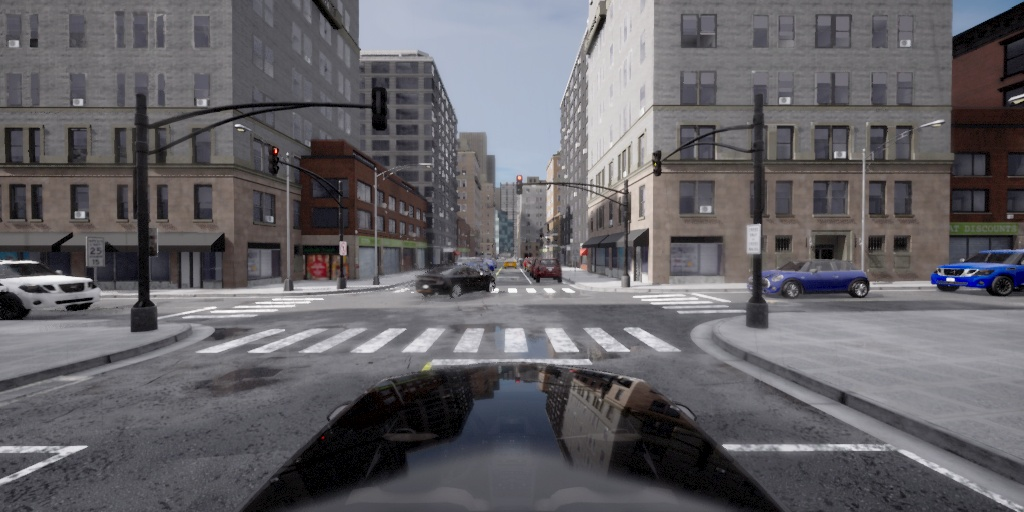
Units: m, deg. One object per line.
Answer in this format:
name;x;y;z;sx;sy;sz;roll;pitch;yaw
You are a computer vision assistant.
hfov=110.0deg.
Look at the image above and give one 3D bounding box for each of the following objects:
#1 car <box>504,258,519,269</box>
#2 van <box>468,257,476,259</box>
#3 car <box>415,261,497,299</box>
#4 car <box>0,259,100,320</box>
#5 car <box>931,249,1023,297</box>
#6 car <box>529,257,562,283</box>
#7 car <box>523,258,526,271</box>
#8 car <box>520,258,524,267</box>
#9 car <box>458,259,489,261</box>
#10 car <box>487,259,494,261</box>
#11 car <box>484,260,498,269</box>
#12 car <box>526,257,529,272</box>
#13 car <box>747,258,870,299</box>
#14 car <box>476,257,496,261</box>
car;-0.237;1.227;57.129;1.882;1.535;5.008;0;0;0
van;-5.851;1.093;44.878;1.690;1.789;3.998;0;0;0
car;-2.707;1.228;18.272;1.882;1.535;5.008;0;0;29
car;-18.635;1.144;13.000;5.566;2.045;2.150;0;1;-1
car;22.980;0.708;16.541;5.566;2.045;2.150;-1;1;0
car;2.749;1.067;28.158;2.192;1.841;5.009;0;0;0
car;2.678;1.278;45.085;1.751;1.417;4.829;0;0;0
car;2.655;1.066;50.501;2.192;1.841;5.009;0;0;0
car;-3.201;1.244;27.292;2.128;1.511;4.902;0;0;0
car;-3.242;1.301;37.113;2.033;1.411;5.357;0;0;0
car;-3.292;1.296;57.426;2.033;1.411;5.357;0;0;0
car;2.725;1.068;33.744;2.192;1.841;5.009;0;0;0
car;13.404;0.938;16.435;4.553;1.767;2.097;-1;1;-1
car;-3.273;1.230;47.045;1.882;1.535;5.008;0;0;0
